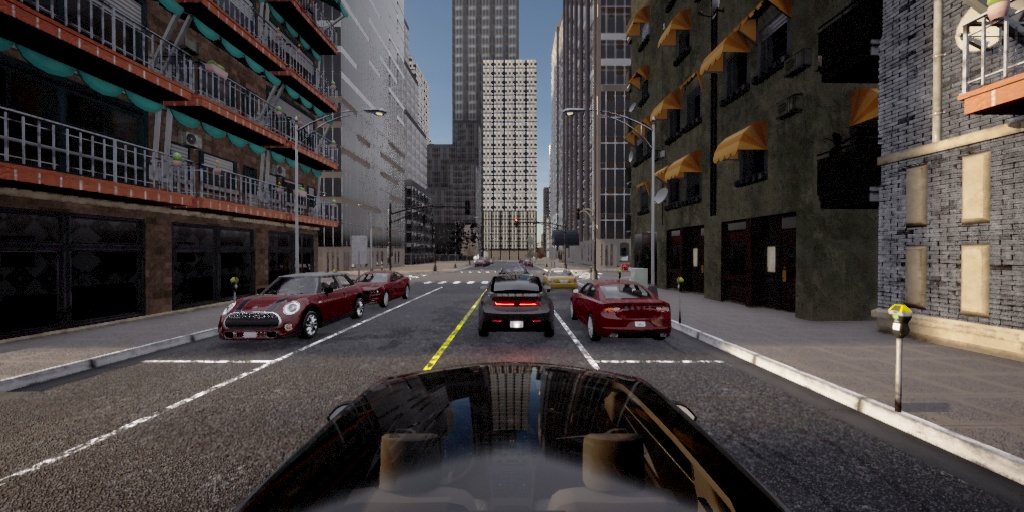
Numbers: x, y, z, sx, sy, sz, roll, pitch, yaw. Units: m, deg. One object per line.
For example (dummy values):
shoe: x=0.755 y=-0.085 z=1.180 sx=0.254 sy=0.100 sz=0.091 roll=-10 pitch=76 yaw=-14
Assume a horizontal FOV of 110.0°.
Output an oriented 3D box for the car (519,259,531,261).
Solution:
car: x=2.749 y=1.186 z=64.321 sx=1.967 sy=1.591 sz=4.097 roll=0 pitch=0 yaw=0

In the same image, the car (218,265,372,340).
car: x=-5.684 y=1.188 z=9.770 sx=1.967 sy=1.591 sz=4.097 roll=0 pitch=0 yaw=0

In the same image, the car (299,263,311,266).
car: x=-23.799 y=1.494 z=39.642 sx=4.097 sy=1.591 sz=1.967 roll=0 pitch=0 yaw=0

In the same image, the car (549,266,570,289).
car: x=2.707 y=1.272 z=20.965 sx=1.751 sy=1.417 sz=4.829 roll=0 pitch=0 yaw=0

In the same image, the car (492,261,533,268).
car: x=0.116 y=1.239 z=20.433 sx=2.128 sy=1.511 sz=4.902 roll=0 pitch=0 yaw=0

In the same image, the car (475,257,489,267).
car: x=-5.631 y=1.291 z=64.330 sx=1.888 sy=1.381 sz=4.507 roll=0 pitch=0 yaw=0

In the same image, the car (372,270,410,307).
car: x=-5.679 y=1.293 z=15.294 sx=1.888 sy=1.381 sz=4.507 roll=0 pitch=0 yaw=0

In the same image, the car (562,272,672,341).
car: x=2.697 y=1.294 z=9.748 sx=1.888 sy=1.381 sz=4.507 roll=0 pitch=0 yaw=0

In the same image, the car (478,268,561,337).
car: x=0.108 y=1.253 z=10.299 sx=1.837 sy=1.490 sz=4.892 roll=0 pitch=0 yaw=0

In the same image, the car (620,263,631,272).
car: x=14.299 y=1.005 z=39.926 sx=4.507 sy=1.381 sz=1.888 roll=0 pitch=0 yaw=0
